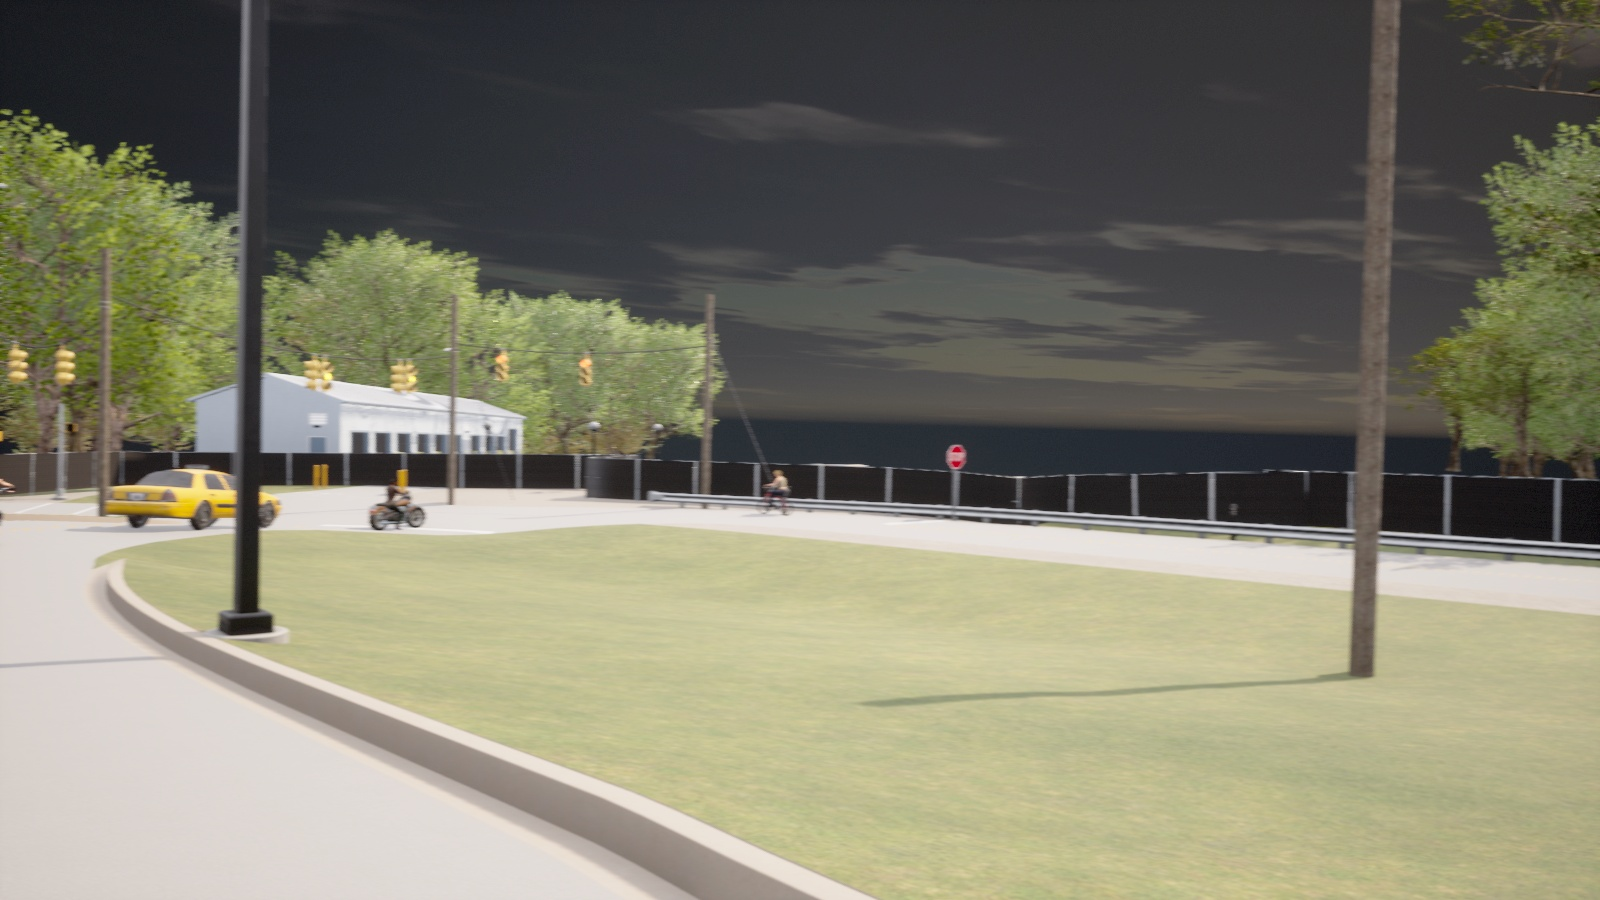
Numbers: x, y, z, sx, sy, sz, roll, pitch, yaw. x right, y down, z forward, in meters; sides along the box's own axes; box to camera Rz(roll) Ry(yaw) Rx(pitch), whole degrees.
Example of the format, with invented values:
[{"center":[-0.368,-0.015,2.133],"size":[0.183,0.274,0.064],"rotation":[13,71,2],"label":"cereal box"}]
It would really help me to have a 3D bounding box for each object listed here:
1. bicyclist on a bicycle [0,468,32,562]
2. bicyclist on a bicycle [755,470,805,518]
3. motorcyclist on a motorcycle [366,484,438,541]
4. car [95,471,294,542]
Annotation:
[{"center":[-14.341,1.143,22.215],"size":[0.866,1.612,1.509],"rotation":[1,-2,-16],"label":"bicyclist on a bicycle"},{"center":[-0.710,1.536,44.562],"size":[1.509,1.612,0.866],"rotation":[1,1,32],"label":"bicyclist on a bicycle"},{"center":[-12.398,1.913,39.196],"size":[0.766,1.649,2.350],"rotation":[1,0,24],"label":"motorcyclist on a motorcycle"},{"center":[-14.765,1.402,31.036],"size":[1.801,1.575,5.366],"rotation":[1,-2,6],"label":"car"}]
